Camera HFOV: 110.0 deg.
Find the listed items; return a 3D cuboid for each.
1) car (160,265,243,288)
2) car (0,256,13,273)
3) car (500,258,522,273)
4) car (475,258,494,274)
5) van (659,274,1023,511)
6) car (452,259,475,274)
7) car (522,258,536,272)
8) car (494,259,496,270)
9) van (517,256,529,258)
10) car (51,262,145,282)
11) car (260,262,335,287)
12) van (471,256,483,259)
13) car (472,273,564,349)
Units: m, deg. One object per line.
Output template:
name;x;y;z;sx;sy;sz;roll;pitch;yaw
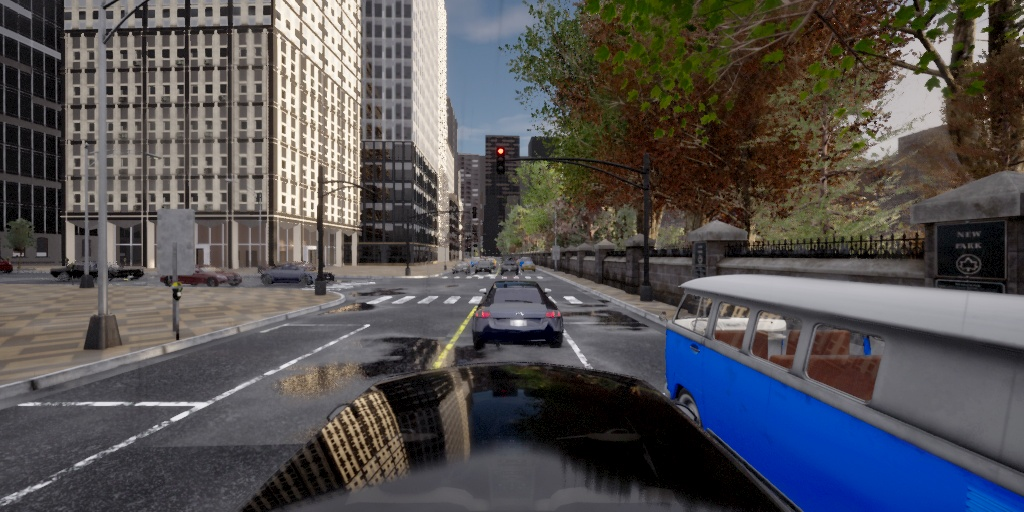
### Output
car;-18.158;1.149;20.967;4.207;1.307;1.802;0;0;4
car;-45.545;0.676;30.500;4.097;1.591;1.967;0;0;1
car;-0.277;1.229;39.751;2.128;1.511;4.902;0;0;0
car;-3.230;1.242;40.862;1.837;1.490;4.892;0;0;-3
van;2.568;1.091;2.622;1.690;1.789;3.998;0;0;0
car;-5.645;1.288;40.287;2.007;1.370;4.403;0;0;-1
car;2.114;1.260;46.341;1.751;1.417;4.829;0;0;-1
car;-3.417;1.295;50.841;1.994;1.385;4.181;0;0;-2
van;1.990;1.071;51.714;1.690;1.789;3.998;0;0;-1
car;-27.693;1.052;24.105;4.718;1.301;1.895;1;0;3
car;-13.704;1.174;23.053;4.181;1.385;1.994;1;0;6
van;-6.332;1.063;62.462;1.690;1.789;3.998;0;0;-2
car;0.098;1.313;9.202;1.994;1.385;4.181;0;0;-1
